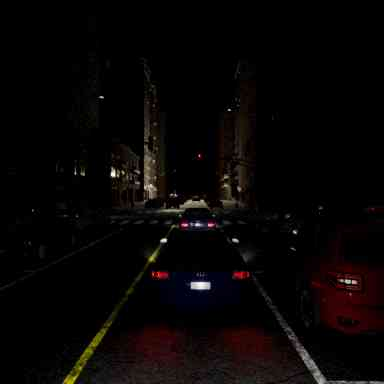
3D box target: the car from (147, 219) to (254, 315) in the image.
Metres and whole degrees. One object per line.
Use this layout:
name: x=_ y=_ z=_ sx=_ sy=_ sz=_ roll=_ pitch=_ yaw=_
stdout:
car: x=0.176 y=1.566 z=7.678 sx=1.994 sy=1.385 sz=4.181 roll=0 pitch=0 yaw=1

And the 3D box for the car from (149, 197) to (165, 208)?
car: x=-5.212 y=1.557 z=50.609 sx=1.887 sy=1.381 sz=4.507 roll=1 pitch=0 yaw=1

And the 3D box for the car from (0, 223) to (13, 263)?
car: x=-5.776 y=1.526 z=6.500 sx=1.752 sy=1.417 sz=4.829 roll=1 pitch=0 yaw=1

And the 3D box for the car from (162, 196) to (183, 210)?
car: x=-2.582 y=1.558 z=44.546 sx=2.033 sy=1.411 sz=5.357 roll=0 pitch=0 yaw=-3

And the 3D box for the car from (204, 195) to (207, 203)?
car: x=3.385 y=1.597 z=56.164 sx=1.802 sy=1.307 sz=4.206 roll=1 pitch=0 yaw=1

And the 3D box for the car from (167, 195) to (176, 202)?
car: x=-4.848 y=1.467 z=78.970 sx=1.967 sy=1.590 sz=4.097 roll=1 pitch=0 yaw=1

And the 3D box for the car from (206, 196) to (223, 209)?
car: x=3.240 y=1.593 z=44.818 sx=1.802 sy=1.307 sz=4.206 roll=1 pitch=0 yaw=1

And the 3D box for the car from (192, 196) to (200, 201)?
car: x=1.078 y=1.626 z=84.893 sx=1.895 sy=1.301 sz=4.718 roll=0 pitch=0 yaw=1

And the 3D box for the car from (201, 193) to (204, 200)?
car: x=3.533 y=1.335 z=67.510 sx=2.192 sy=1.841 sz=5.009 roll=1 pitch=0 yaw=1

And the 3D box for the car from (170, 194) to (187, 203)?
car: x=-2.360 y=1.493 z=57.202 sx=1.882 sy=1.535 sz=5.008 roll=0 pitch=0 yaw=1

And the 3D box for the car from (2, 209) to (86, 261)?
car: x=-5.702 y=1.547 z=12.294 sx=1.887 sy=1.381 sz=4.507 roll=1 pitch=0 yaw=1

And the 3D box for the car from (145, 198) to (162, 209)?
car: x=-5.284 y=1.555 z=44.936 sx=1.887 sy=1.381 sz=4.507 roll=1 pitch=0 yaw=1

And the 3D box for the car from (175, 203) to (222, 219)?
car: x=0.270 y=1.552 z=17.741 sx=2.033 sy=1.411 sz=5.357 roll=0 pitch=0 yaw=0

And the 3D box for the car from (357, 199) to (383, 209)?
car: x=17.224 y=1.498 z=28.622 sx=4.553 sy=1.767 sz=2.097 roll=0 pitch=-1 yaw=1

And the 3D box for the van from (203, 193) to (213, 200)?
van: x=3.460 y=1.359 z=61.837 sx=1.690 sy=1.788 sz=3.998 roll=1 pitch=0 yaw=1

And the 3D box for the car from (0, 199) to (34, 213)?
car: x=-16.422 y=1.342 z=29.240 sx=4.902 sy=1.511 sz=2.128 roll=1 pitch=-1 yaw=1

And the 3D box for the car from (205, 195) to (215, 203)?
car: x=3.313 y=1.595 z=50.491 sx=1.802 sy=1.307 sz=4.206 roll=1 pitch=0 yaw=1

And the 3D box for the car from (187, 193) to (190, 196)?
car: x=-2.099 y=1.377 z=71.071 sx=2.097 sy=1.767 sz=4.553 roll=0 pitch=0 yaw=1

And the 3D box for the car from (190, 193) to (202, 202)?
car: x=0.953 y=1.565 z=74.194 sx=2.033 sy=1.411 sz=5.357 roll=0 pitch=0 yaw=1

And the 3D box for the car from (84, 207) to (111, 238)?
car: x=-5.632 y=1.529 z=17.748 sx=1.752 sy=1.417 sz=4.829 roll=1 pitch=0 yaw=1

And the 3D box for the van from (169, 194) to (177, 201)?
van: x=-4.775 y=1.371 z=84.643 sx=1.690 sy=1.788 sz=3.998 roll=1 pitch=0 yaw=1

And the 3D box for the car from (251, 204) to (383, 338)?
car: x=2.754 y=1.317 z=6.552 sx=2.192 sy=1.841 sz=5.009 roll=1 pitch=0 yaw=1

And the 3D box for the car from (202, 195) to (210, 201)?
car: x=3.820 y=1.600 z=90.201 sx=1.947 sy=1.339 sz=4.313 roll=1 pitch=0 yaw=1

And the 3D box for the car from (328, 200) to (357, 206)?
car: x=13.991 y=1.503 z=31.884 sx=4.553 sy=1.767 sz=2.097 roll=0 pitch=-1 yaw=1
